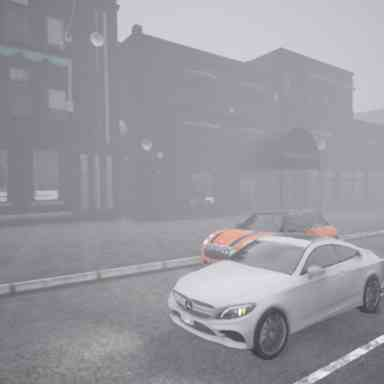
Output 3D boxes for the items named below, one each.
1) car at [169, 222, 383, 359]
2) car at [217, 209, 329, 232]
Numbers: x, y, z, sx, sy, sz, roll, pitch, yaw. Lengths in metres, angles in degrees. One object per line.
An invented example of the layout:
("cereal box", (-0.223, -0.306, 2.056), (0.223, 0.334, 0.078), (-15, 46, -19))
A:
("car", (1.787, 1.529, 6.112), (4.674, 1.442, 1.812), (0, 0, -37))
("car", (2.468, 1.356, 10.089), (4.553, 1.767, 2.097), (0, 0, -36))
